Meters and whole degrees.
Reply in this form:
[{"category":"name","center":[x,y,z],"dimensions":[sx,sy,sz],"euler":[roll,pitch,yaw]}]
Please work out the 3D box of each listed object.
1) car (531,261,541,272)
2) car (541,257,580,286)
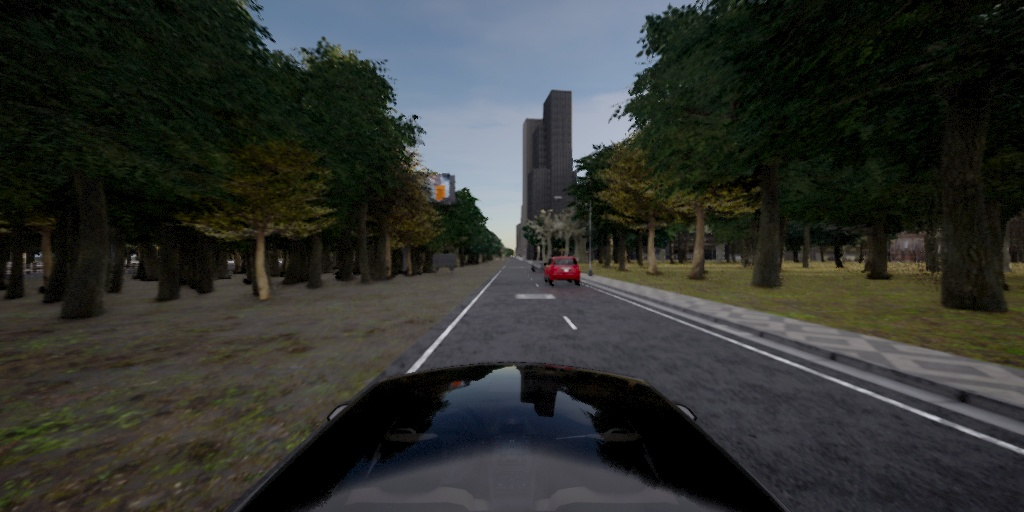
[{"category":"car","center":[3.696,1.418,50.944],"dimensions":[2.128,1.511,4.902],"euler":[0,0,0]},{"category":"car","center":[3.647,1.068,26.722],"dimensions":[2.150,2.045,5.566],"euler":[0,0,0]}]
